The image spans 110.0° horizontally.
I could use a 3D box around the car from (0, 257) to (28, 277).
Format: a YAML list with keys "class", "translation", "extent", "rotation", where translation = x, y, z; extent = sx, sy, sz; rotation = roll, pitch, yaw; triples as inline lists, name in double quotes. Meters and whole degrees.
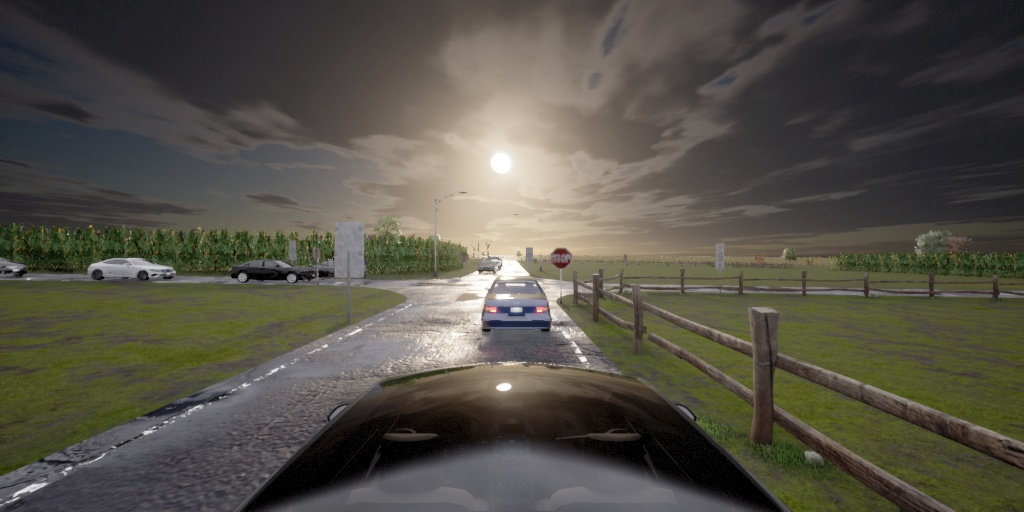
- class: "car"
  translation: [-34.987, 0.637, 23.536]
  extent: [4.902, 1.511, 2.128]
  rotation: [1, -1, 0]

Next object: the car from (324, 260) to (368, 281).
- class: "car"
  translation: [-13.228, 1.047, 26.519]
  extent: [4.902, 1.511, 2.128]
  rotation: [1, 0, -3]

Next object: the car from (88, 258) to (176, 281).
- class: "car"
  translation: [-24.915, 0.848, 23.556]
  extent: [4.674, 1.442, 1.812]
  rotation: [1, -1, 0]

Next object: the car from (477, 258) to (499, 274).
- class: "car"
  translation: [-2.842, 1.260, 41.543]
  extent: [1.837, 1.490, 4.892]
  rotation: [0, 0, 0]

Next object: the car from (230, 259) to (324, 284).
- class: "car"
  translation: [-15.602, 0.966, 23.614]
  extent: [5.008, 1.535, 1.882]
  rotation: [1, -1, -1]

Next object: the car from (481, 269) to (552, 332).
- class: "car"
  translation: [0.101, 1.299, 10.845]
  extent: [2.033, 1.411, 5.357]
  rotation: [0, 0, 0]

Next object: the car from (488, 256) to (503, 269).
- class: "car"
  translation: [-2.818, 0.977, 55.496]
  extent: [2.150, 2.045, 5.566]
  rotation: [0, 0, 1]

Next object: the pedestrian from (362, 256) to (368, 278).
- class: "pedestrian"
  translation: [-12.163, 0.890, 29.567]
  extent: [0.375, 1.860, 0.375]
  rotation: [0, -2, 0]
